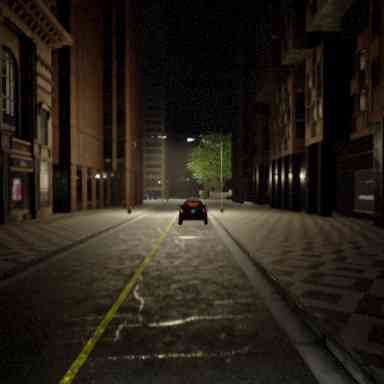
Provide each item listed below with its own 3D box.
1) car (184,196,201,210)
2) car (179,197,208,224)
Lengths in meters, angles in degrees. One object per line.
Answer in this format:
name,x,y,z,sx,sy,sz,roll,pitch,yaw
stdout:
car,0.081,1.417,43.593,2.097,1.767,4.553,0,0,0
car,0.088,1.396,25.418,2.097,1.767,4.553,0,0,0
